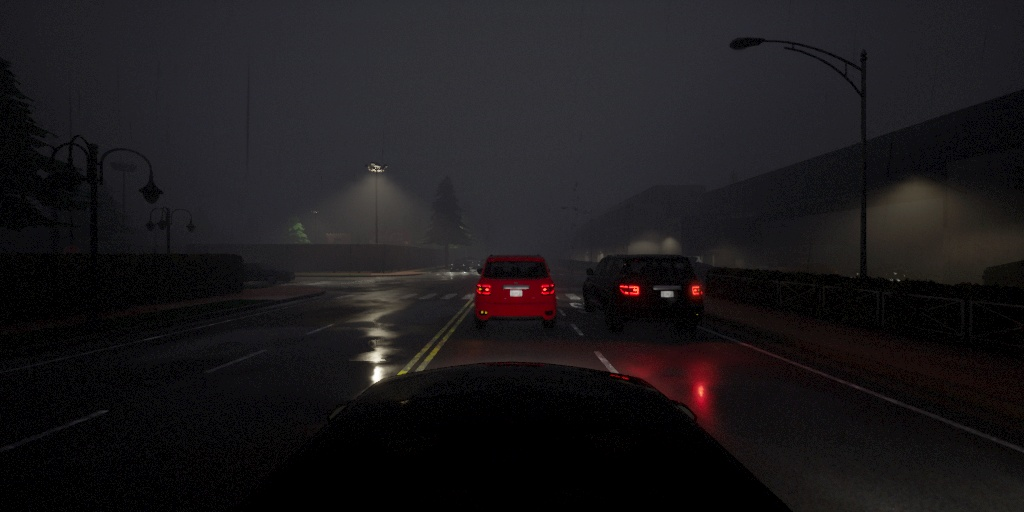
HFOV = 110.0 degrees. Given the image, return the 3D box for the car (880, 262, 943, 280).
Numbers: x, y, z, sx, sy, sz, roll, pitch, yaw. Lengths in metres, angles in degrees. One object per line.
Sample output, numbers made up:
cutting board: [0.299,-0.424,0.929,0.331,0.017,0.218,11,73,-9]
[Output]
car: [34.493,1.325,30.390,4.181,1.385,1.994,0,0,0]

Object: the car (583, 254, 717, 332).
car: [3.641,0.975,10.972,2.150,2.045,5.566,0,0,1]

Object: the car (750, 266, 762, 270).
car: [24.941,1.288,33.912,4.674,1.442,1.812,0,0,0]

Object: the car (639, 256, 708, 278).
car: [15.175,0.984,33.975,5.566,2.045,2.150,0,0,1]

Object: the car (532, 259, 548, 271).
car: [3.884,1.246,49.919,1.882,1.535,5.008,0,0,1]

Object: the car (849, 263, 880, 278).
car: [35.323,1.310,33.886,5.357,1.411,2.033,0,0,0]

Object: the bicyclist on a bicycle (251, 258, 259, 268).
bicyclist on a bicycle: [-25.140,1.049,35.220,0.582,1.620,1.656,0,0,0]

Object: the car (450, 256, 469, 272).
car: [-6.835,1.119,47.445,2.097,1.767,4.553,0,0,1]

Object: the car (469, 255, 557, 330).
car: [0.056,0.977,11.321,2.150,2.045,5.566,0,0,-1]

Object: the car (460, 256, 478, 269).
car: [-6.727,0.993,56.669,2.150,2.045,5.566,0,0,1]

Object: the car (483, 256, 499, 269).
car: [-3.222,0.992,56.914,2.150,2.045,5.566,0,0,0]

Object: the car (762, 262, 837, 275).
car: [24.583,1.238,30.427,5.008,1.535,1.882,0,0,0]

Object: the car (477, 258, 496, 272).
car: [-3.336,1.119,47.322,2.097,1.767,4.553,0,0,1]

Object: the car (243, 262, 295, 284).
car: [-18.606,1.220,26.221,5.008,1.535,1.882,0,0,0]
